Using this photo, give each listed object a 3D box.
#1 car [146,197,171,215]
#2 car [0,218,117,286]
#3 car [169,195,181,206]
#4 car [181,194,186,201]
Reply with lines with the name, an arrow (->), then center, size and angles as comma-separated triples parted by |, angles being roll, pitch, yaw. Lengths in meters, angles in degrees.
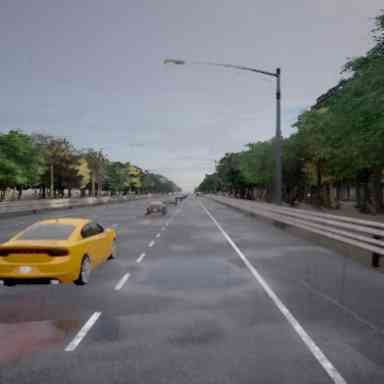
car -> -3.479, 1.541, 33.737 | 1.812, 1.442, 4.674 | 0, 0, 0
car -> -3.494, 1.481, 9.461 | 1.882, 1.535, 5.008 | 0, 0, 0
car -> -3.430, 1.594, 56.900 | 2.033, 1.411, 5.357 | 0, 0, 0
car -> -3.299, 1.564, 84.992 | 1.882, 1.535, 5.008 | 0, 0, 0
